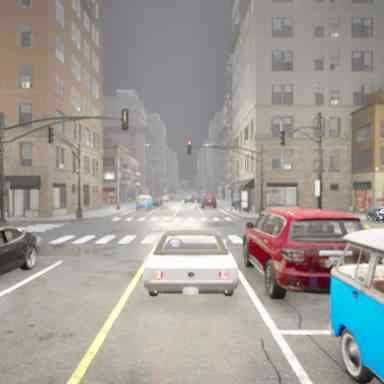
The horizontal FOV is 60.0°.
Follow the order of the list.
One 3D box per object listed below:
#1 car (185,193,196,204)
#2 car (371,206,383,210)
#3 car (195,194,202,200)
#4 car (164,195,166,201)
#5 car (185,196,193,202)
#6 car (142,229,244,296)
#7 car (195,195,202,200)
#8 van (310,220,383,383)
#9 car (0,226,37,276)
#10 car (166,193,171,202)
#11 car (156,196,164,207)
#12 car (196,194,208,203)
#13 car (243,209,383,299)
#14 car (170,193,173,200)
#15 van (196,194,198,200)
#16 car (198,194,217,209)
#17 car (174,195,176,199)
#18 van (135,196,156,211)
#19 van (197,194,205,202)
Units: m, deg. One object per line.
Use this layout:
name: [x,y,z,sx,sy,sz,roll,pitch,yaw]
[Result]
car: [-0.476,1.477,62.996,2.128,1.511,4.902,0,0,-1]
car: [14.819,1.277,23.353,4.553,1.767,2.097,0,0,-1]
car: [1.786,1.415,94.387,1.967,1.590,4.097,0,0,-1]
car: [-5.922,1.532,56.468,1.887,1.381,4.507,0,0,-1]
car: [-0.697,1.576,75.533,1.895,1.301,4.718,0,0,-1]
car: [-0.020,1.600,8.581,1.895,1.301,4.718,0,0,0]
car: [1.840,1.502,89.151,1.752,1.417,4.829,0,0,-1]
van: [2.622,1.341,2.852,1.690,1.788,3.998,0,0,-1]
car: [-5.454,1.565,8.288,1.947,1.339,4.313,0,0,-1]
car: [-6.069,1.507,72.517,1.752,1.417,4.829,0,0,-1]
car: [-5.873,1.555,51.062,1.947,1.339,4.313,0,0,-1]
car: [2.064,1.299,67.358,2.192,1.841,5.009,0,0,-1]
car: [2.570,1.314,8.364,2.192,1.841,5.009,0,0,-1]
car: [-6.119,1.531,78.092,2.008,1.369,4.403,0,0,-1]
van: [2.120,1.327,61.951,1.690,1.788,3.998,0,0,-1]
car: [2.287,1.305,45.734,2.192,1.841,5.009,0,0,-1]
car: [-6.218,1.291,88.904,2.192,1.841,5.009,0,0,-1]
van: [-5.774,1.333,40.250,1.690,1.788,3.998,0,0,-1]
van: [2.009,1.323,72.764,1.690,1.788,3.998,0,0,-1]
